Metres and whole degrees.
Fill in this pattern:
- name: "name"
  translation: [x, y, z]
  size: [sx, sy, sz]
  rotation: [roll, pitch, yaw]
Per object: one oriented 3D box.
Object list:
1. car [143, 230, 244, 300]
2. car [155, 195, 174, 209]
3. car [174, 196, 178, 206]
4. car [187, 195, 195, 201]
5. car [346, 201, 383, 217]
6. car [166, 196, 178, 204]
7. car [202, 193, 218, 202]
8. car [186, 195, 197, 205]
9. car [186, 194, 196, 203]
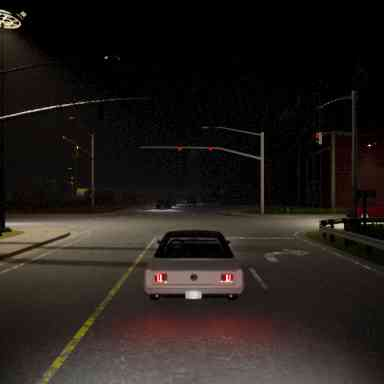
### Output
- name: "car"
  translation: [0.043, 1.601, 8.325]
  size: [1.895, 1.301, 4.718]
  rotation: [0, 0, 0]
- name: "car"
  translation: [-3.725, 1.523, 44.525]
  size: [1.812, 1.442, 4.674]
  rotation: [0, 0, 0]
- name: "car"
  translation: [-3.743, 1.352, 53.428]
  size: [2.097, 1.767, 4.553]
  rotation: [0, 0, 0]
- name: "car"
  translation: [-0.234, 1.441, 80.353]
  size: [2.033, 1.411, 5.357]
  rotation: [0, 0, 0]
- name: "car"
  translation: [15.048, 1.504, 26.751]
  size: [5.008, 1.535, 1.882]
  rotation: [0, 0, 1]
- name: "car"
  translation: [-3.747, 1.504, 62.572]
  size: [1.837, 1.490, 4.892]
  rotation: [0, 0, 0]
- name: "car"
  translation: [3.951, 1.144, 72.909]
  size: [1.905, 1.878, 3.866]
  rotation: [-8, 3, -42]
- name: "car"
  translation: [-0.166, 1.504, 57.127]
  size: [1.837, 1.490, 4.892]
  rotation: [0, 0, 0]
- name: "car"
  translation: [-0.207, 1.354, 71.124]
  size: [2.097, 1.767, 4.553]
  rotation: [0, 0, 0]
